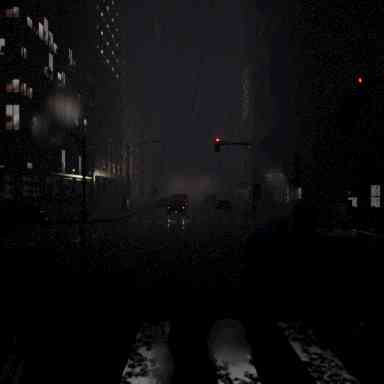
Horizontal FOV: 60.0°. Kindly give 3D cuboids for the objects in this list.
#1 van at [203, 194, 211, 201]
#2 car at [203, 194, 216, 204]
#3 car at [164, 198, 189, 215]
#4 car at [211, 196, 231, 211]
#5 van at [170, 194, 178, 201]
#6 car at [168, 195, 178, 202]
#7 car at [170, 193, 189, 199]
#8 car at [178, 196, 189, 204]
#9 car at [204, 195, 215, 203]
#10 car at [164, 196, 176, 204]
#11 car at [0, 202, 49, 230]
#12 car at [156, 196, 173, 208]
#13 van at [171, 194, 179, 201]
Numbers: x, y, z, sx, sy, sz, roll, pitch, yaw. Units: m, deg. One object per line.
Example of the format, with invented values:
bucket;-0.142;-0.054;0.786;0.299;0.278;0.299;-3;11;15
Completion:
van;3.560;1.320;80.461;1.690;1.788;3.998;0;0;0
car;3.662;1.312;63.878;2.192;1.841;5.009;0;0;0
car;-1.571;1.617;34.588;1.895;1.301;4.718;0;0;0
car;3.847;1.579;41.770;1.947;1.339;4.313;0;0;0
van;-4.320;1.320;80.413;1.690;1.788;3.998;0;0;0
car;-4.286;1.426;74.886;1.967;1.590;4.097;0;0;0
car;-1.658;1.224;48.484;2.150;2.045;5.566;0;1;0
car;-1.679;1.559;67.033;1.994;1.385;4.181;0;0;0
car;3.628;1.432;69.407;1.967;1.590;4.097;0;0;0
car;-4.218;1.563;63.830;1.947;1.339;4.313;0;0;0
car;-10.922;1.311;19.308;4.902;1.511;2.128;1;0;-6
car;-4.117;1.592;47.248;1.802;1.307;4.206;0;0;0
van;-4.354;1.314;85.940;1.690;1.788;3.998;0;0;0
